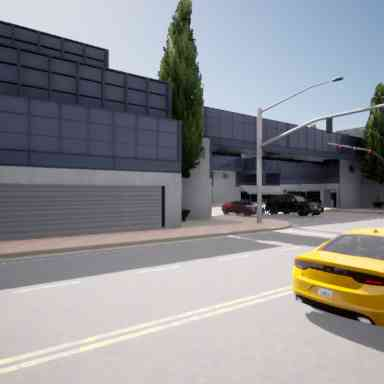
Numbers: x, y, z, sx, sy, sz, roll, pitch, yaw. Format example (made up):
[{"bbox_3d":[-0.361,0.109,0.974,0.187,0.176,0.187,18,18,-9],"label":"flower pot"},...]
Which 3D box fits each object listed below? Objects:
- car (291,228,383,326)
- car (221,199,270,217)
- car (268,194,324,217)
[{"bbox_3d":[4.168,1.477,6.815,5.008,1.535,1.882,0,0,-36],"label":"car"},{"bbox_3d":[4.767,1.524,31.823,1.812,1.442,4.674,0,1,-37],"label":"car"},{"bbox_3d":[9.536,1.218,31.306,2.150,2.045,5.566,0,0,-37],"label":"car"}]
